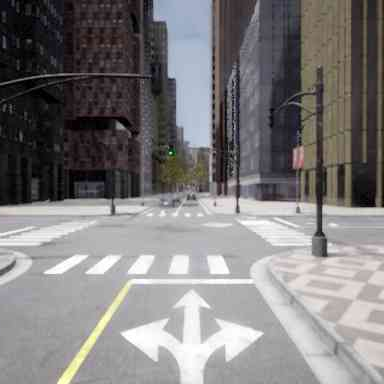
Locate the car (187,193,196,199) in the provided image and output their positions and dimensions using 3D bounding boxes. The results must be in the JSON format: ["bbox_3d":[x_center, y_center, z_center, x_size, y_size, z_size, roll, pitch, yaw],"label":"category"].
[{"bbox_3d":[-0.152,0.902,78.329,2.128,1.511,4.902,0,0,0],"label":"car"}]

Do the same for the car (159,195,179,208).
[{"bbox_3d":[-3.143,1.241,42.584,2.128,1.511,4.902,0,0,0],"label":"car"}]

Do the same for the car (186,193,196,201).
[{"bbox_3d":[-0.125,1.124,68.326,1.812,1.442,4.674,0,0,0],"label":"car"}]
